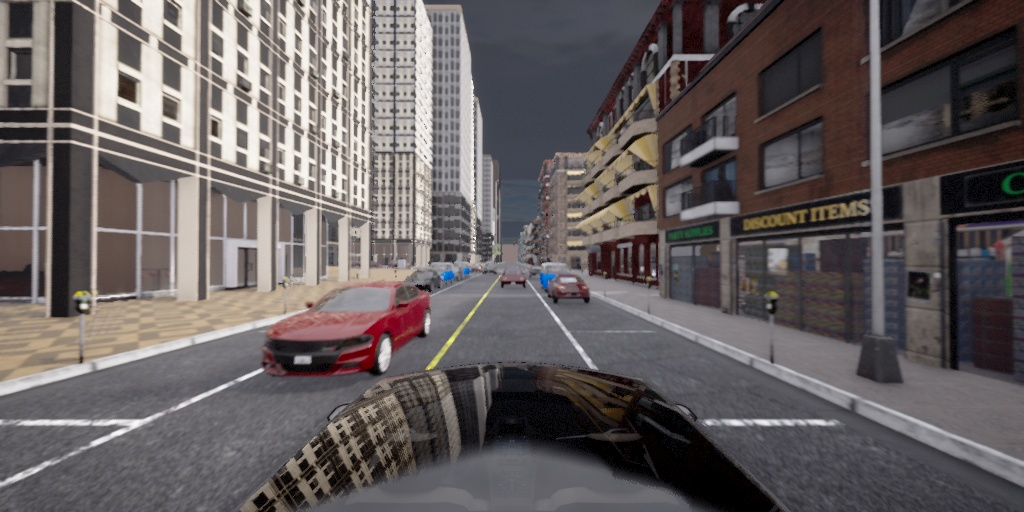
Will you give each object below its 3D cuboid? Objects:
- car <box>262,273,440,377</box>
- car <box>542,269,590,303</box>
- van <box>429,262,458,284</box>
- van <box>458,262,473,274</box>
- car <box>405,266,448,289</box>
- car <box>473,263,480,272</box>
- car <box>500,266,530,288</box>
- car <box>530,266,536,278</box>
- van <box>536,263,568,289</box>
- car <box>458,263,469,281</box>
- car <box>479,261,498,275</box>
[{"bbox_3d":[-3.100,1.299,7.816,1.882,1.535,5.008,0,-1,0],"label":"car"},{"bbox_3d":[2.693,1.517,17.593,1.802,1.307,4.207,0,0,0],"label":"car"},{"bbox_3d":[-5.686,1.411,28.891,1.690,1.789,3.998,0,0,0],"label":"van"},{"bbox_3d":[-5.684,1.546,40.187,1.690,1.789,3.998,0,0,0],"label":"van"},{"bbox_3d":[-5.686,1.569,23.242,1.948,1.339,4.313,0,0,0],"label":"car"},{"bbox_3d":[-5.682,1.852,57.131,1.967,1.591,4.097,0,0,0],"label":"car"},{"bbox_3d":[0.095,1.650,27.165,1.895,1.301,4.718,0,-1,0],"label":"car"},{"bbox_3d":[2.697,1.755,40.185,2.007,1.370,4.403,0,0,0],"label":"car"},{"bbox_3d":[2.694,1.343,23.241,1.690,1.789,3.998,0,0,0],"label":"van"},{"bbox_3d":[-5.685,1.688,34.539,2.007,1.370,4.403,0,0,0],"label":"car"},{"bbox_3d":[-3.043,1.827,49.688,1.837,1.490,4.892,0,-1,0],"label":"car"}]
